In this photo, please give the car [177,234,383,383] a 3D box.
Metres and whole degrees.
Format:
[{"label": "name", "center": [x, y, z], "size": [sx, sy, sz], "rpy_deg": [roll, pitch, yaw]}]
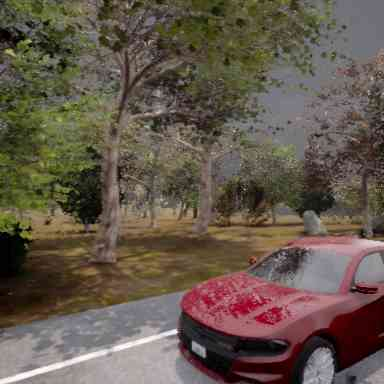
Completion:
[{"label": "car", "center": [2.111, 1.489, 5.172], "size": [5.008, 1.535, 1.882], "rpy_deg": [0, 0, -35]}]
